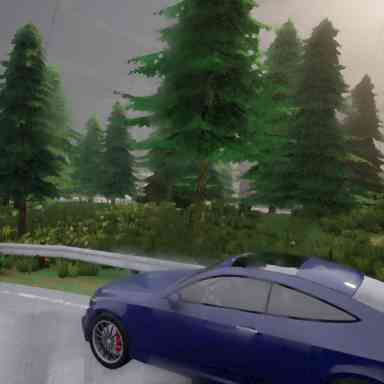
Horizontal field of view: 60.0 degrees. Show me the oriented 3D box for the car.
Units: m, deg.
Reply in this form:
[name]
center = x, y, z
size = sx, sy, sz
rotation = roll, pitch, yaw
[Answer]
[car]
center = 0.735, 1.499, 4.111
size = 4.674, 1.442, 1.812
rotation = 1, 1, 31
